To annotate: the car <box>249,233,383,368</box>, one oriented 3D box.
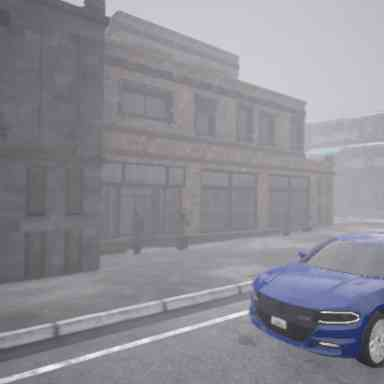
[{"bbox_3d":[3.210,1.519,5.998,5.008,1.535,1.882,0,0,-36],"label":"car"}]
